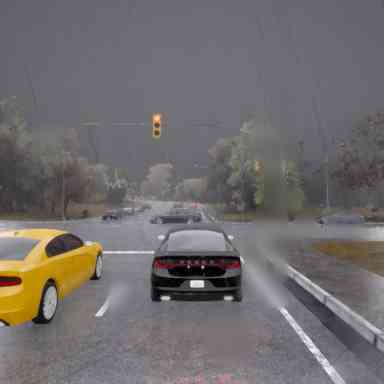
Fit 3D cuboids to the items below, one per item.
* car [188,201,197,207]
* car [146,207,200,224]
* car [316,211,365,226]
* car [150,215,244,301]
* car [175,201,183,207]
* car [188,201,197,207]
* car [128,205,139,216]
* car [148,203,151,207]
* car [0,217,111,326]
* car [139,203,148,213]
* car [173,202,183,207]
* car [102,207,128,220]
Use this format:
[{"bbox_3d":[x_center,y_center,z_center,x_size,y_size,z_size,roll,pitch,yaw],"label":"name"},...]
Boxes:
[{"bbox_3d":[0.099,3.158,86.304,2.033,1.411,5.357,0,0,-3],"label":"car"},{"bbox_3d":[-1.556,2.436,31.597,4.892,1.490,1.837,0,-2,2],"label":"car"},{"bbox_3d":[14.053,2.498,31.581,4.181,1.385,1.994,0,-2,-2],"label":"car"},{"bbox_3d":[0.104,1.565,8.515,1.882,1.535,5.008,0,-1,0],"label":"car"},{"bbox_3d":[-3.417,3.163,86.728,1.994,1.385,4.181,0,0,-3],"label":"car"},{"bbox_3d":[0.179,3.038,76.147,2.097,1.767,4.553,0,0,0],"label":"car"},{"bbox_3d":[-10.457,3.209,54.610,1.812,1.442,4.674,0,-1,0],"label":"car"},{"bbox_3d":[-10.325,3.227,75.295,2.033,1.411,5.357,0,0,0],"label":"car"},{"bbox_3d":[-3.404,1.542,7.274,1.882,1.535,5.008,0,-1,0],"label":"car"},{"bbox_3d":[-10.391,3.243,64.715,2.128,1.511,4.902,0,0,1],"label":"car"},{"bbox_3d":[-3.322,3.180,76.660,1.837,1.490,4.892,0,0,0],"label":"car"},{"bbox_3d":[-10.507,3.000,44.739,2.033,1.411,5.357,0,-2,1],"label":"car"}]
